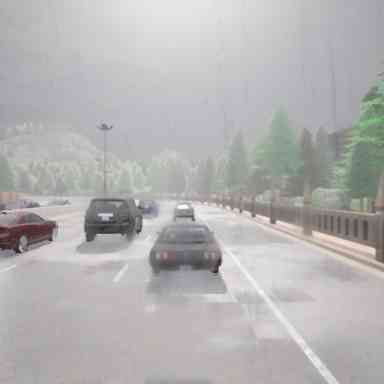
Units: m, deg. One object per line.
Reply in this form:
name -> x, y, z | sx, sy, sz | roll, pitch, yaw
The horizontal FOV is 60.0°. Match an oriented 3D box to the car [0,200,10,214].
car -> -22.123, 1.657, 36.074 | 2.128, 1.511, 4.902 | 0, 0, -2

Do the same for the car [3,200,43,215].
car -> -18.653, 1.658, 37.047 | 2.128, 1.511, 4.902 | 0, 0, -2

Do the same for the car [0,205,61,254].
car -> -7.279, 1.540, 13.830 | 1.882, 1.535, 5.008 | 0, 0, -1

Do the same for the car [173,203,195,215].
car -> -0.701, 1.665, 28.794 | 2.033, 1.411, 5.357 | 0, 0, -1

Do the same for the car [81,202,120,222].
car -> -7.697, 1.670, 28.639 | 2.033, 1.411, 5.357 | 0, 0, -1

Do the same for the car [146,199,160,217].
car -> -4.315, 1.490, 33.066 | 2.097, 1.767, 4.553 | 0, 0, -1

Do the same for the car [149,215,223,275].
car -> -0.200, 1.644, 10.611 | 1.895, 1.301, 4.718 | 0, 0, -1

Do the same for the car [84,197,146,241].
car -> -3.863, 1.290, 17.110 | 2.150, 2.045, 5.566 | 0, -1, -2
